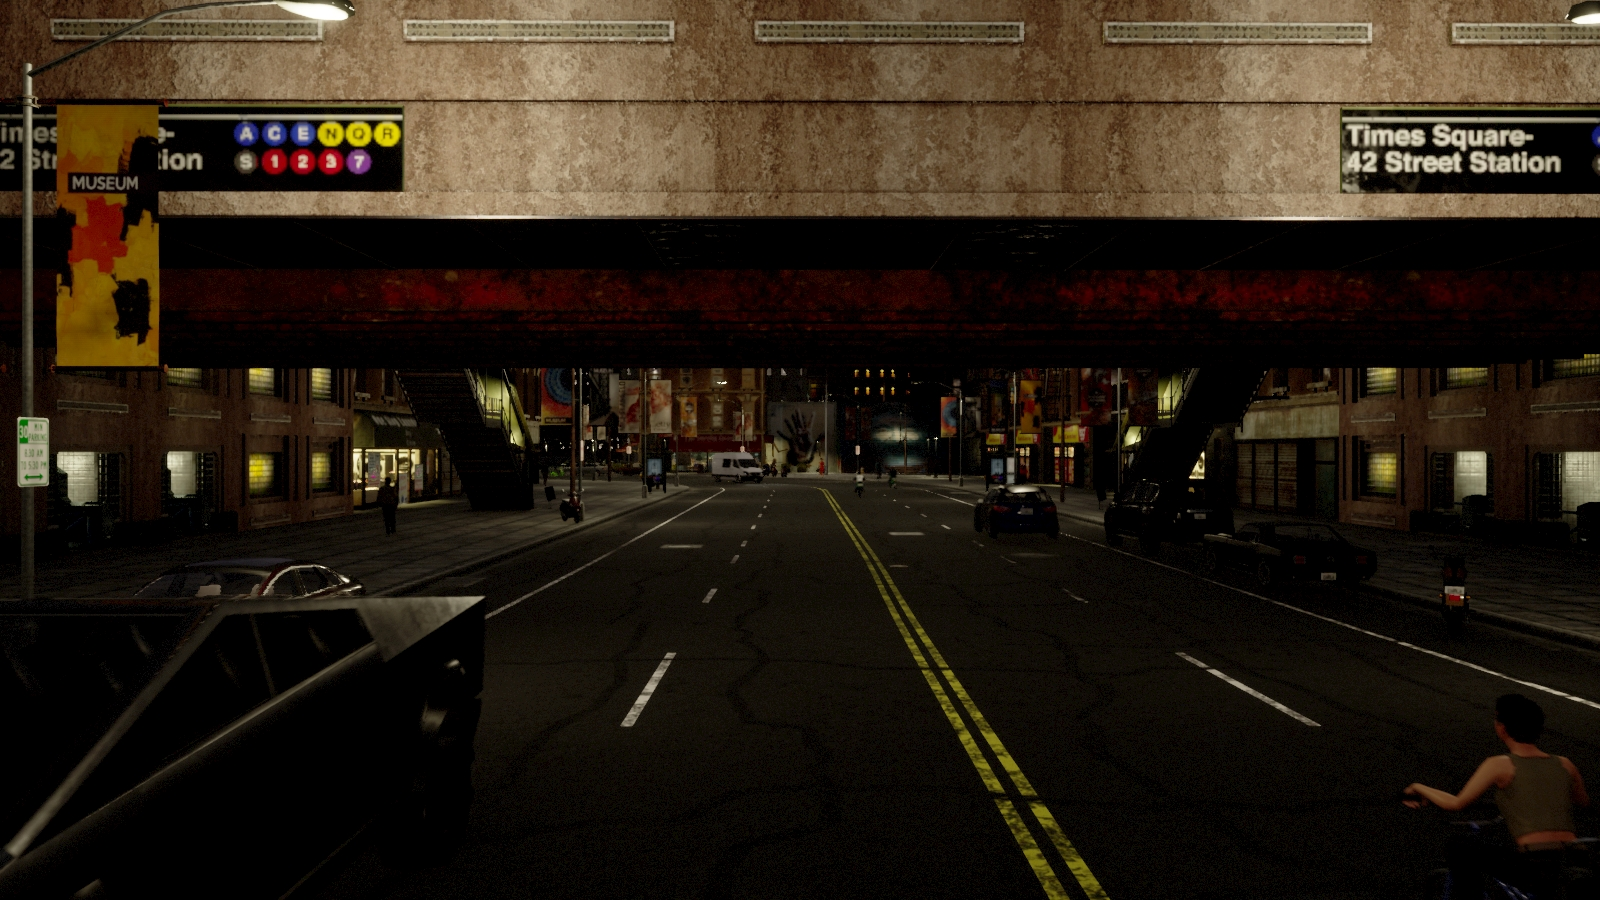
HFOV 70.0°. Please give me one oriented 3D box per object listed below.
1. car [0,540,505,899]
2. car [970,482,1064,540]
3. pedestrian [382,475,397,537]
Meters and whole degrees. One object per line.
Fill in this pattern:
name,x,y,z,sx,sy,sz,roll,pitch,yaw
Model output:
car,-3.499,1.754,5.809,2.390,2.098,6.274,0,0,0
car,7.065,1.968,37.708,2.242,1.667,4.611,0,0,0
pedestrian,-12.523,1.696,34.836,0.375,1.860,0.375,0,0,-10
